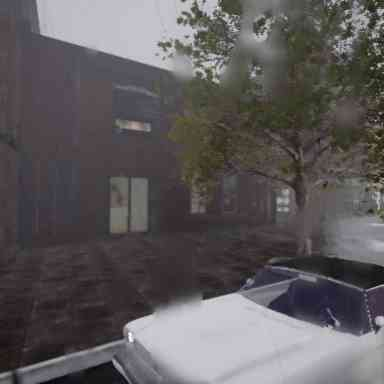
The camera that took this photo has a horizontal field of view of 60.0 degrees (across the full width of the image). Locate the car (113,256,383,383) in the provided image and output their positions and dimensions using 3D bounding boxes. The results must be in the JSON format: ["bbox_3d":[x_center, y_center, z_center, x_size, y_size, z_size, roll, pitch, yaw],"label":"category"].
[{"bbox_3d":[1.520,1.600,4.133,4.718,1.301,1.895,0,0,-36],"label":"car"}]
